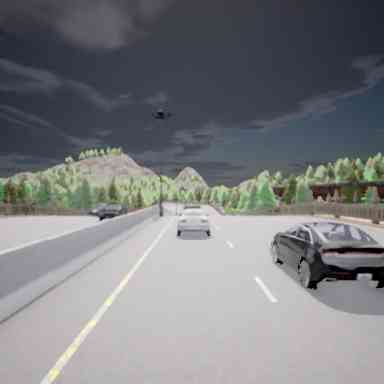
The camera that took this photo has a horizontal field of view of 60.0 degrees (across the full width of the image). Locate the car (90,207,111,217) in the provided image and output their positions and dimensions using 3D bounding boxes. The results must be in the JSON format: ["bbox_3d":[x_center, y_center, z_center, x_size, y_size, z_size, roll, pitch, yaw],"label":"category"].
[{"bbox_3d":[-14.077,3.072,51.419,1.994,1.385,4.181,0,-6,0],"label":"car"}]

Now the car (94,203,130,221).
[{"bbox_3d":[-7.105,1.852,30.961,2.033,1.411,5.357,0,-1,0],"label":"car"}]

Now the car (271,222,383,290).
[{"bbox_3d":[3.595,1.578,9.352,2.128,1.511,4.902,0,-1,0],"label":"car"}]

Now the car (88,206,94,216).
[{"bbox_3d":[-10.596,2.073,38.847,2.128,1.511,4.902,0,-3,0],"label":"car"}]

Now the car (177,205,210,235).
[{"bbox_3d":[0.094,1.709,19.857,1.812,1.442,4.674,0,0,0],"label":"car"}]

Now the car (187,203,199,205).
[{"bbox_3d":[0.088,2.024,37.907,2.128,1.511,4.902,0,-3,0],"label":"car"}]
